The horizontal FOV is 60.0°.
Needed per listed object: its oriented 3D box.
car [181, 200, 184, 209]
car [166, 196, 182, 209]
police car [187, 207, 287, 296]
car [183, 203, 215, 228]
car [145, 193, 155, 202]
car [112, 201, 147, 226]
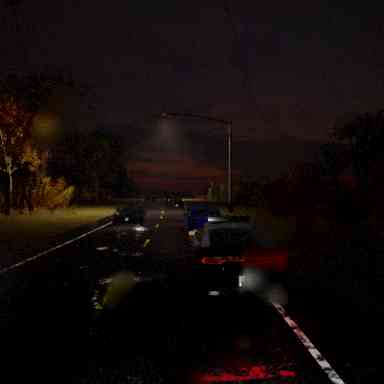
[{"bbox_3d":[0.363,1.513,24.752,1.812,1.442,4.674,0,0,-3],"label":"car"},{"bbox_3d":[-2.191,1.482,45.630,1.837,1.490,4.892,0,0,-5],"label":"car"},{"bbox_3d":[0.949,1.423,8.784,1.930,1.638,5.238,0,0,-1],"label":"police car"},{"bbox_3d":[0.645,1.472,18.725,1.882,1.535,5.008,0,0,-2],"label":"car"},{"bbox_3d":[-9.622,1.167,76.480,2.150,2.045,5.566,0,0,-8],"label":"car"},{"bbox_3d":[-4.243,1.556,23.134,1.994,1.385,4.181,0,0,-3],"label":"car"}]
